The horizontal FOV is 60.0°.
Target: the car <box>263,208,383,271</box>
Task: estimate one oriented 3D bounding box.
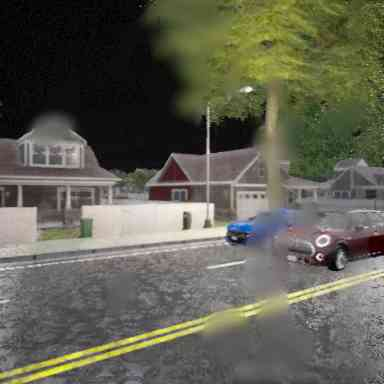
[{"bbox_3d":[4.848,1.373,11.061,4.553,1.767,2.097,0,0,-33],"label":"car"}]

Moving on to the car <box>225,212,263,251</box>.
[{"bbox_3d":[3.666,1.499,14.258,5.008,1.535,1.882,0,0,-35],"label":"car"}]
